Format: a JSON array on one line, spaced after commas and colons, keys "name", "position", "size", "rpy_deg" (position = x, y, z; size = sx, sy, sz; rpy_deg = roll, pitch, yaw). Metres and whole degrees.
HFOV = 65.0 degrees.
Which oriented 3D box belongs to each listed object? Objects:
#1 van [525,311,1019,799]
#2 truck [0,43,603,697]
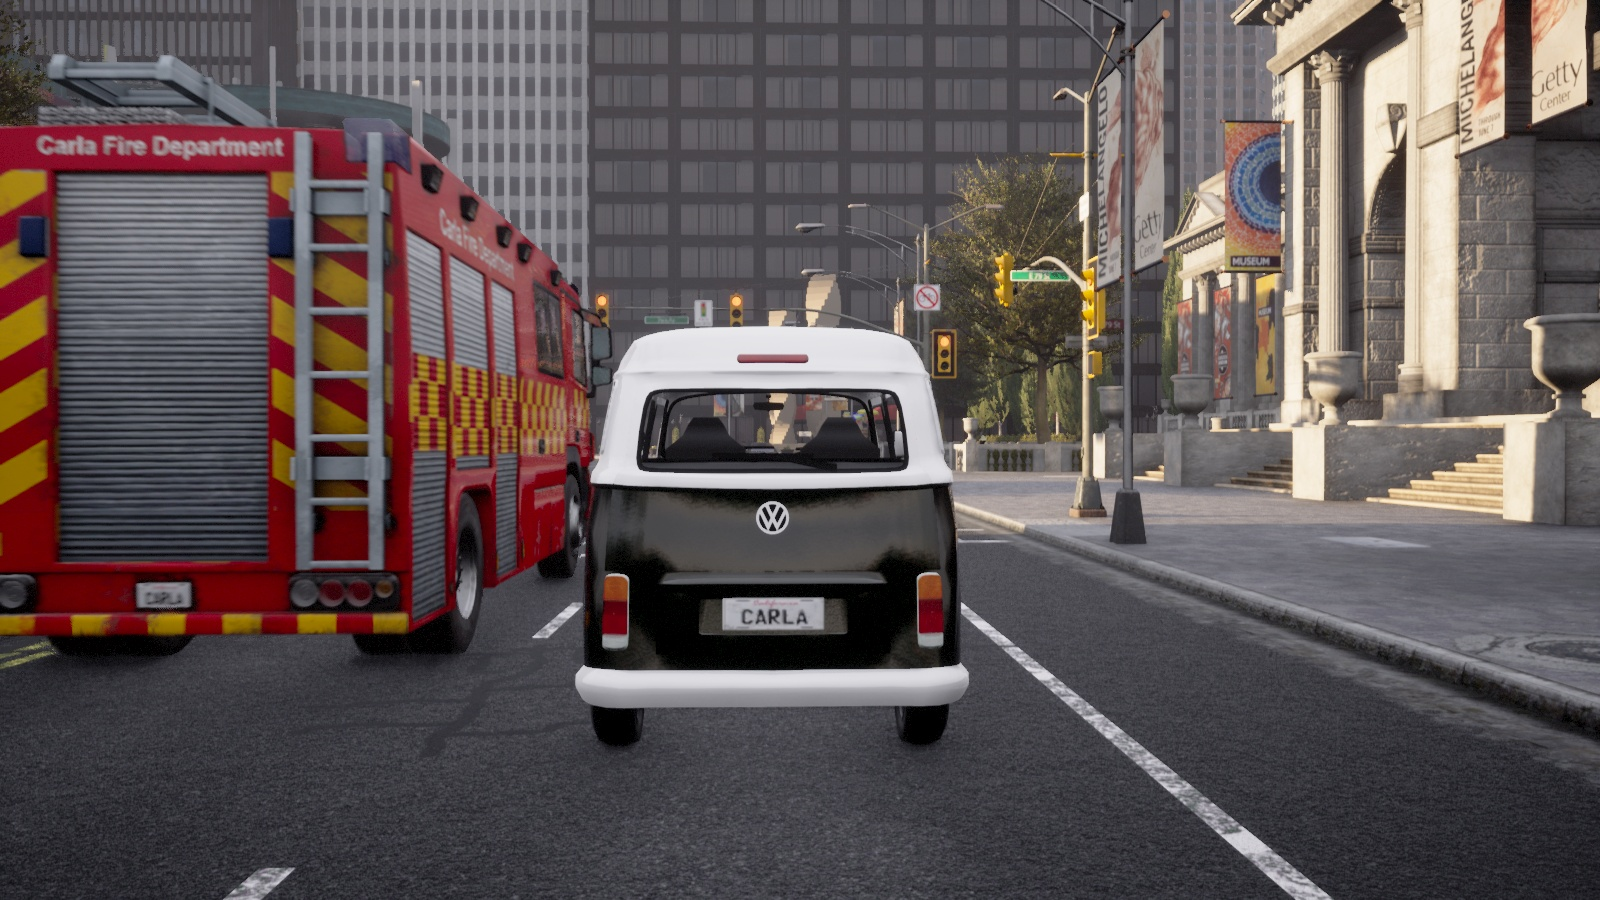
[{"name": "van", "position": [-0.179, 0.426, 7.507], "size": [2.069, 2.038, 4.480], "rpy_deg": [0, 0, -2]}, {"name": "truck", "position": [-3.805, -0.489, 11.608], "size": [2.891, 3.827, 8.468], "rpy_deg": [0, 0, -2]}]
